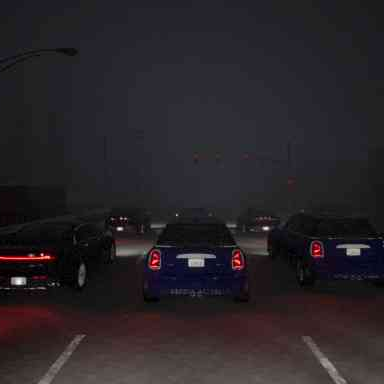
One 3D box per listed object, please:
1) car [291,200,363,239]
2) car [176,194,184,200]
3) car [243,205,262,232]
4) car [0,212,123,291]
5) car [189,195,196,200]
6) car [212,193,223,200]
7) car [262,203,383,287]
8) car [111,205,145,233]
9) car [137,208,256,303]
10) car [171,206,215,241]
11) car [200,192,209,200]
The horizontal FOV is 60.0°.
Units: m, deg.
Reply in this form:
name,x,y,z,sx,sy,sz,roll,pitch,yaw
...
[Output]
name,x,y,z,sx,sy,sz,roll,pitch,yaw
car,7.086,1.352,18.075,2.097,1.767,4.553,0,0,1
car,-3.361,1.469,91.052,1.882,1.535,5.008,0,0,0
car,3.591,1.505,18.463,1.837,1.490,4.892,0,0,1
car,-3.400,1.505,8.975,1.837,1.490,4.892,0,0,0
car,0.140,1.516,91.464,1.812,1.442,4.674,0,0,0
car,7.139,1.216,91.066,2.150,2.045,5.566,0,0,0
car,3.601,1.352,9.522,2.097,1.767,4.553,0,0,0
car,-3.411,1.505,18.257,1.837,1.490,4.892,0,0,1
car,0.095,1.352,8.390,2.097,1.767,4.553,0,0,0
car,0.085,1.547,17.926,2.033,1.411,5.357,0,0,1
car,3.639,1.531,91.042,2.033,1.411,5.357,0,0,0
